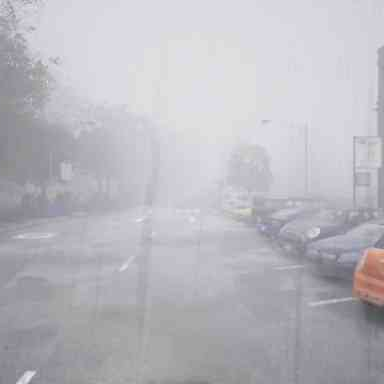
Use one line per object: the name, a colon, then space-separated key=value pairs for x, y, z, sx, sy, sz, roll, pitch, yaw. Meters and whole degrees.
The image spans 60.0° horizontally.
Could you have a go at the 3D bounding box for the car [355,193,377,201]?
car: x=24.194 y=1.125 z=46.345 sx=2.435 sy=2.045 sz=5.566 roll=-1 pitch=1 yaw=-22

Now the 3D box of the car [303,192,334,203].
car: x=23.917 y=1.088 z=63.292 sx=2.435 sy=2.045 sz=5.566 roll=0 pitch=-1 yaw=-21

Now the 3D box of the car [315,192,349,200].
car: x=18.313 y=1.123 z=46.144 sx=2.435 sy=2.045 sz=5.566 roll=0 pitch=1 yaw=-21

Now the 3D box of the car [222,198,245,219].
car: x=5.182 y=1.414 z=24.045 sx=5.366 sy=1.575 sz=1.946 roll=1 pitch=0 yaw=-20

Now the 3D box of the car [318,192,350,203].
car: x=26.977 y=1.089 z=63.332 sx=2.435 sy=2.045 sz=5.566 roll=1 pitch=-1 yaw=-22

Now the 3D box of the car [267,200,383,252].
car: x=5.400 y=1.324 z=12.098 sx=4.553 sy=1.767 sz=2.185 roll=1 pitch=0 yaw=-20

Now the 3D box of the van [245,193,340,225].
van: x=5.476 y=1.210 z=18.146 sx=4.442 sy=1.987 sz=1.878 roll=1 pitch=0 yaw=-20

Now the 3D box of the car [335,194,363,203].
car: x=29.973 y=1.217 z=63.464 sx=2.185 sy=1.767 sz=4.553 roll=1 pitch=-1 yaw=-22

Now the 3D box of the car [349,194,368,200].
car: x=21.229 y=1.404 z=46.263 sx=2.163 sy=1.488 sz=4.792 roll=-1 pitch=1 yaw=-22

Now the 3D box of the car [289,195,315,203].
car: x=20.894 y=1.368 z=63.208 sx=2.163 sy=1.488 sz=4.792 roll=0 pitch=-1 yaw=-21

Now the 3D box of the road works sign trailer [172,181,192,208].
road works sign trailer: x=-1.084 y=0.346 z=45.832 sx=2.880 sy=3.560 sz=2.380 roll=0 pitch=0 yaw=-41

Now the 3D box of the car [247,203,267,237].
car: x=5.359 y=1.441 z=15.101 sx=5.008 sy=1.535 sz=2.097 roll=1 pitch=0 yaw=-20

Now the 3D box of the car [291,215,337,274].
car: x=5.365 y=1.497 z=9.090 sx=4.674 sy=1.452 sz=2.002 roll=1 pitch=0 yaw=-20

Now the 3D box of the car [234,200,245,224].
car: x=5.367 y=1.467 z=21.104 sx=4.674 sy=1.452 sz=2.002 roll=1 pitch=0 yaw=-20

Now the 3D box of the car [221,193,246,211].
car: x=5.365 y=1.153 z=30.138 sx=5.566 sy=2.045 sz=2.435 roll=1 pitch=0 yaw=-20

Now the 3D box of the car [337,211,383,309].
car: x=5.329 y=1.340 z=6.081 sx=4.553 sy=1.767 sz=2.185 roll=1 pitch=0 yaw=-20

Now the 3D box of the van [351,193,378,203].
van: x=32.953 y=1.119 z=63.619 sx=1.878 sy=1.987 sz=4.442 roll=0 pitch=-1 yaw=-22
